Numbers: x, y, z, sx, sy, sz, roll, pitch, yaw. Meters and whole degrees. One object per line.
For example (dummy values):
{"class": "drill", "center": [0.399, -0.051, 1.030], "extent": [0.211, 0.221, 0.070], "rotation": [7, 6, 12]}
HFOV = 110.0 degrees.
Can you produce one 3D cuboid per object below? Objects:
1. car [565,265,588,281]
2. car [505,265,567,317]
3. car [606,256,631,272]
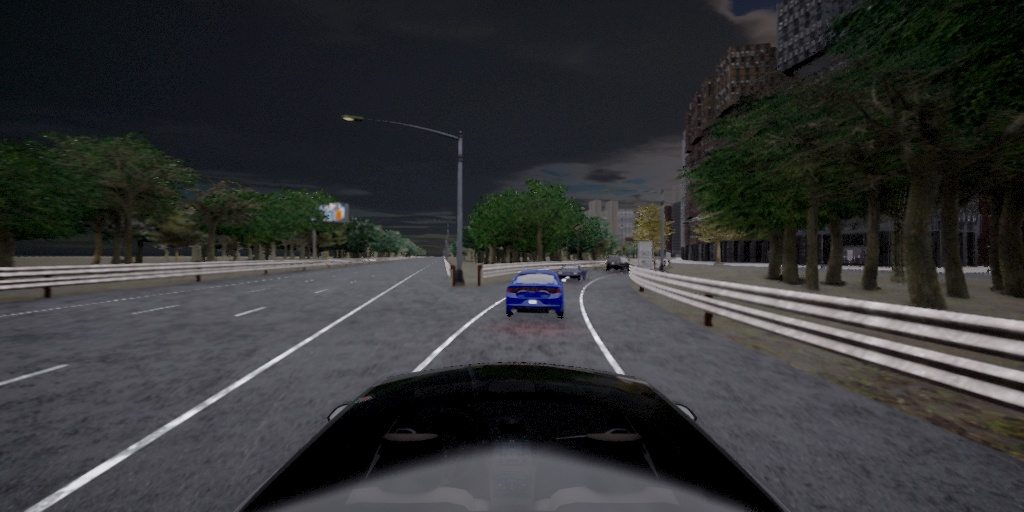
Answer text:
{"class": "car", "center": [5.132, 1.383, 30.025], "extent": [1.895, 1.301, 4.718], "rotation": [0, 0, 20]}
{"class": "car", "center": [0.979, 1.255, 13.318], "extent": [1.882, 1.535, 5.008], "rotation": [0, 0, 8]}
{"class": "car", "center": [14.465, 1.060, 48.455], "extent": [2.150, 2.045, 5.566], "rotation": [0, 0, 33]}
